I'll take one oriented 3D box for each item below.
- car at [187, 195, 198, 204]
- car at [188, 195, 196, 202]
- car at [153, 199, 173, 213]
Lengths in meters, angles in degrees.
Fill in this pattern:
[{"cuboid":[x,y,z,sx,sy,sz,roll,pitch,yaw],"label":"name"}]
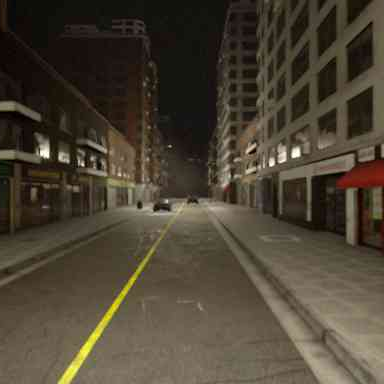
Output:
[{"cuboid":[0.114,1.383,58.963,1.812,1.442,4.674,0,0,0],"label":"car"},{"cuboid":[0.018,1.335,73.726,1.882,1.535,5.008,0,0,0],"label":"car"},{"cuboid":[-3.088,1.440,35.996,2.033,1.411,5.357,0,0,0],"label":"car"}]
